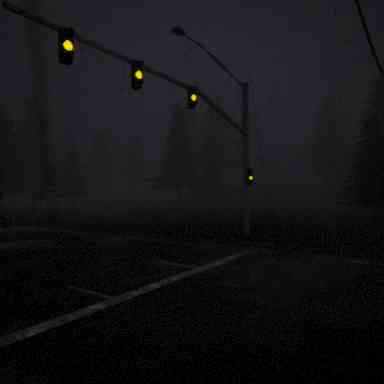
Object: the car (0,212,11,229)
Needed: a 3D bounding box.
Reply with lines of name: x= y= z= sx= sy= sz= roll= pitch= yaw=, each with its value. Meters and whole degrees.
car: x=-14.242 y=1.850 z=22.743 sx=4.181 sy=1.385 sz=1.994 roll=-1 pitch=0 yaw=35
